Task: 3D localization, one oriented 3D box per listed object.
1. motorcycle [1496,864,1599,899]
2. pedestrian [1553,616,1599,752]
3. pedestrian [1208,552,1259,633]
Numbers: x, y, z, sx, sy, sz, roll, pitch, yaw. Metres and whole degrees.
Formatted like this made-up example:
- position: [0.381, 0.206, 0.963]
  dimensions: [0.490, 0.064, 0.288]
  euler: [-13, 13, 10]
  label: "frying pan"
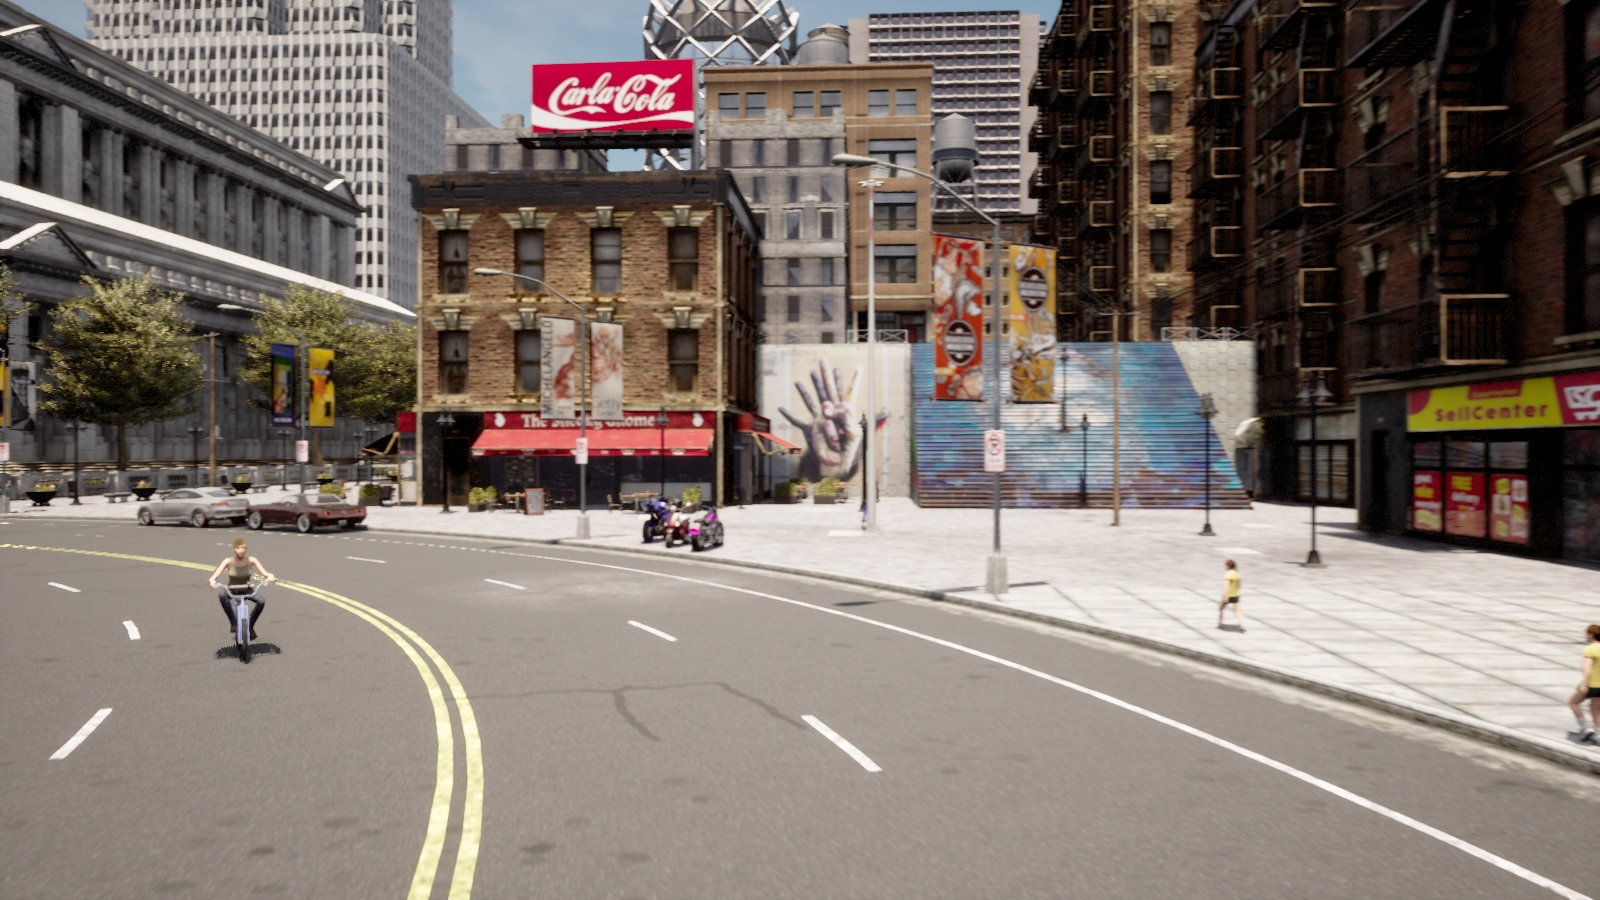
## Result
- position: [3.144, 2.179, 3.419]
  dimensions: [0.856, 1.236, 1.805]
  euler: [-2, 0, -7]
  label: "motorcycle"
- position: [7.131, 2.070, 10.176]
  dimensions: [0.500, 1.100, 0.500]
  euler: [0, 0, -7]
  label: "pedestrian"
- position: [6.311, 2.071, 16.648]
  dimensions: [0.500, 1.100, 0.500]
  euler: [0, 0, -18]
  label: "pedestrian"
